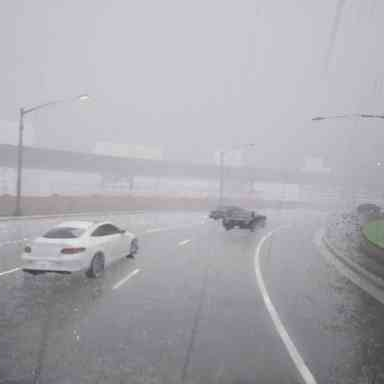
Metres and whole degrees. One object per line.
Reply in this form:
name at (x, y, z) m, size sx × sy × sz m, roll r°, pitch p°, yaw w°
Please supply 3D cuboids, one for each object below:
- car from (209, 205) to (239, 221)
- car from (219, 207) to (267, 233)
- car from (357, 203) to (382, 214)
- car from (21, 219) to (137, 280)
car at (3.567, 1.940, 30.696) m, size 2.033 × 1.411 × 5.357 m, roll 0°, pitch -1°, yaw 33°
car at (3.622, 1.881, 22.038) m, size 1.895 × 1.301 × 4.718 m, roll 0°, pitch -1°, yaw 24°
car at (25.911, 2.403, 48.534) m, size 4.892 × 1.490 × 1.837 m, roll 1°, pitch -3°, yaw -37°
car at (-3.123, 1.557, 10.081) m, size 1.812 × 1.442 × 4.674 m, roll 0°, pitch -1°, yaw 9°
